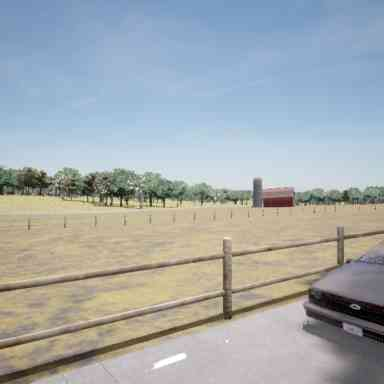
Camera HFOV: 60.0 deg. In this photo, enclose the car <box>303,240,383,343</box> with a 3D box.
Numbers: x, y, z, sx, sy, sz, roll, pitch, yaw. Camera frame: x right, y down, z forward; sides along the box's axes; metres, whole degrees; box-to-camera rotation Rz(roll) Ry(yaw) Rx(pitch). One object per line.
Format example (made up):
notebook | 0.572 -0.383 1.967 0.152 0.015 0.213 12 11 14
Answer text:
car | 4.428 1.548 6.243 5.357 1.411 2.033 0 0 -36
